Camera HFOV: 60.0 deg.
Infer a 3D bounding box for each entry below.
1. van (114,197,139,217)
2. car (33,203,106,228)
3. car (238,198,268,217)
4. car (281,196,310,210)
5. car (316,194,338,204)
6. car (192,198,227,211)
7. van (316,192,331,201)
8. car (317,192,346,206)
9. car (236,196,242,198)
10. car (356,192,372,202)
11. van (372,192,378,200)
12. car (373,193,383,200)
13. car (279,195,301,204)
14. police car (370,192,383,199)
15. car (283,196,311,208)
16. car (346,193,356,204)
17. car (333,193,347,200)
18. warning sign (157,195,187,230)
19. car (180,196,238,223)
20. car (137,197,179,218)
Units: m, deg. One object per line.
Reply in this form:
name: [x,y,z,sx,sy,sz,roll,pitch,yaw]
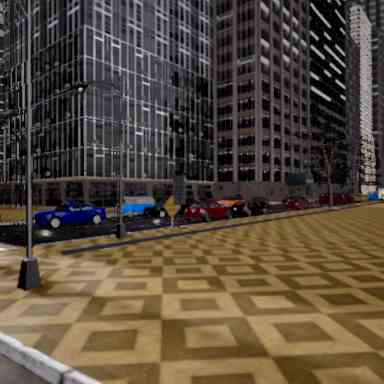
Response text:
van: [-5.258,1.335,30.702,1.690,1.788,3.998,0,1,40]
car: [-8.309,1.522,22.850,1.882,1.535,5.008,0,0,40]
car: [4.950,1.462,29.546,1.947,1.339,4.313,0,1,40]
car: [12.206,1.384,38.308,1.802,1.307,4.206,0,1,40]
car: [21.996,1.169,54.042,1.837,1.490,4.892,0,0,40]
car: [2.135,1.443,39.352,1.887,1.381,4.507,0,1,40]
van: [27.716,0.908,69.866,1.690,1.788,3.998,0,1,40]
car: [19.512,1.022,47.027,2.192,1.841,5.009,0,1,40]
car: [4.241,1.234,37.782,2.097,1.767,4.553,0,0,41]
car: [30.583,1.089,60.240,1.752,1.417,4.829,0,1,40]
van: [37.781,0.812,68.829,1.690,1.788,3.998,0,1,40]
car: [41.434,0.975,73.191,2.008,1.369,4.403,0,1,40]
car: [16.756,1.275,56.787,1.947,1.339,4.313,0,1,40]
police car: [43.946,0.811,78.987,1.930,1.638,5.238,0,0,40]
car: [14.123,1.272,44.641,1.837,1.490,4.892,0,0,40]
car: [23.166,0.975,51.387,2.192,1.841,5.009,0,1,40]
car: [35.025,1.039,78.590,1.947,1.339,4.313,0,1,40]
warning sign: [-1.103,1.100,18.750,1.300,1.860,1.060,-1,-1,40]
car: [1.339,1.384,25.149,1.967,1.590,4.097,0,1,40]
car: [-2.229,1.443,30.105,1.882,1.535,5.008,0,0,40]
